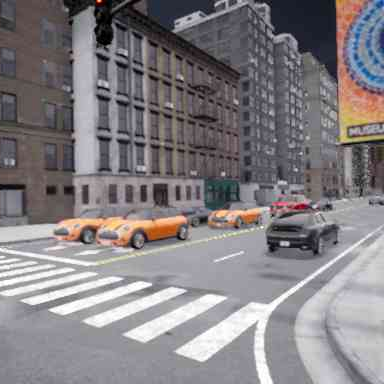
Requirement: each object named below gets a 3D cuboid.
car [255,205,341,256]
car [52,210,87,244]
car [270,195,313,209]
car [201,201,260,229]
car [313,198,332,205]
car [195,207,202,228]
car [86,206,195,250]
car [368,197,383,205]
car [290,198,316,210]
[{"bbox_3d":[4.481,1.475,13.127,1.837,1.490,4.892,-2,-1,35],"label":"car"},{"bbox_3d":[-4.846,1.582,17.272,2.097,1.767,4.553,-2,-1,36],"label":"car"},{"bbox_3d":[9.216,1.298,31.245,2.150,2.045,5.566,-2,-1,36],"label":"car"},{"bbox_3d":[2.969,1.468,22.578,2.097,1.767,4.553,-2,-1,36],"label":"car"},{"bbox_3d":[15.395,1.527,39.755,2.128,1.511,4.902,-2,-1,36],"label":"car"},{"bbox_3d":[0.213,1.762,24.279,1.994,1.385,4.181,-2,-1,36],"label":"car"},{"bbox_3d":[-2.195,1.500,15.395,2.097,1.767,4.553,-2,-1,36],"label":"car"},{"bbox_3d":[30.231,1.440,54.543,1.994,1.385,4.181,-2,-1,36],"label":"car"},{"bbox_3d":[14.951,1.630,44.641,1.812,1.442,4.674,-2,-1,36],"label":"car"}]
